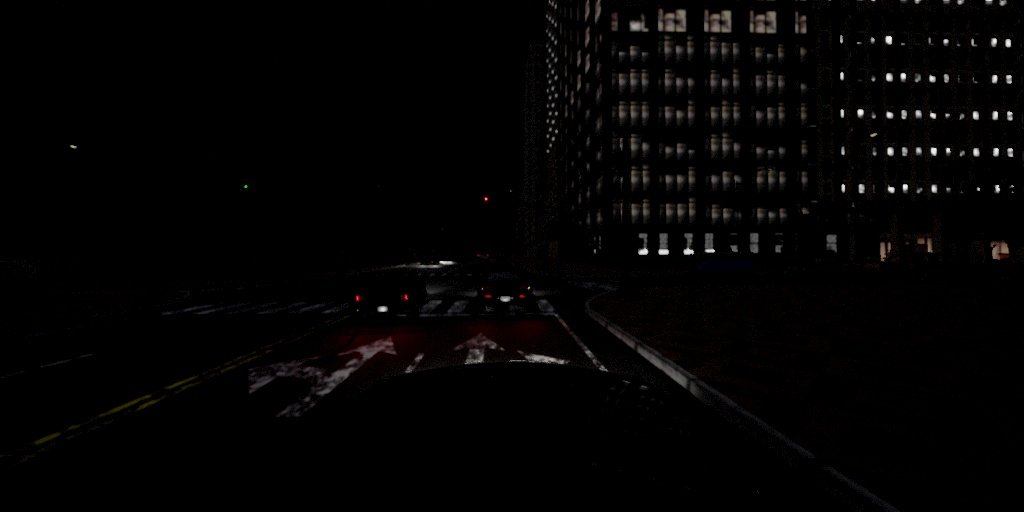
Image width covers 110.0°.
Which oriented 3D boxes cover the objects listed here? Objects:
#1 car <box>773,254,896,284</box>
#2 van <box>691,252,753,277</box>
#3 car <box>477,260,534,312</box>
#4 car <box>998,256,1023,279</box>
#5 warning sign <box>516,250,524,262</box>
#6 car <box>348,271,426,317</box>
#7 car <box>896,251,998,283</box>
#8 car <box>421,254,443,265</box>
[{"bbox_3d":[15.848,0.699,17.971,4.829,1.417,1.751,0,0,-3],"label":"car"},{"bbox_3d":[15.213,0.595,25.976,3.998,1.789,1.690,0,0,-3],"label":"van"},{"bbox_3d":[-0.257,1.069,13.043,1.812,1.442,4.674,0,1,-2],"label":"car"},{"bbox_3d":[26.836,0.644,18.455,4.207,1.307,1.802,0,0,-3],"label":"car"},{"bbox_3d":[1.204,-0.016,54.478,1.300,1.860,1.060,0,0,-2],"label":"warning sign"},{"bbox_3d":[-4.024,1.173,12.316,1.895,1.301,4.718,0,1,-10],"label":"car"},{"bbox_3d":[21.257,0.557,18.209,4.097,1.591,1.967,0,0,-3],"label":"car"},{"bbox_3d":[-11.328,0.497,49.678,1.837,1.490,4.892,0,1,-2],"label":"car"}]
